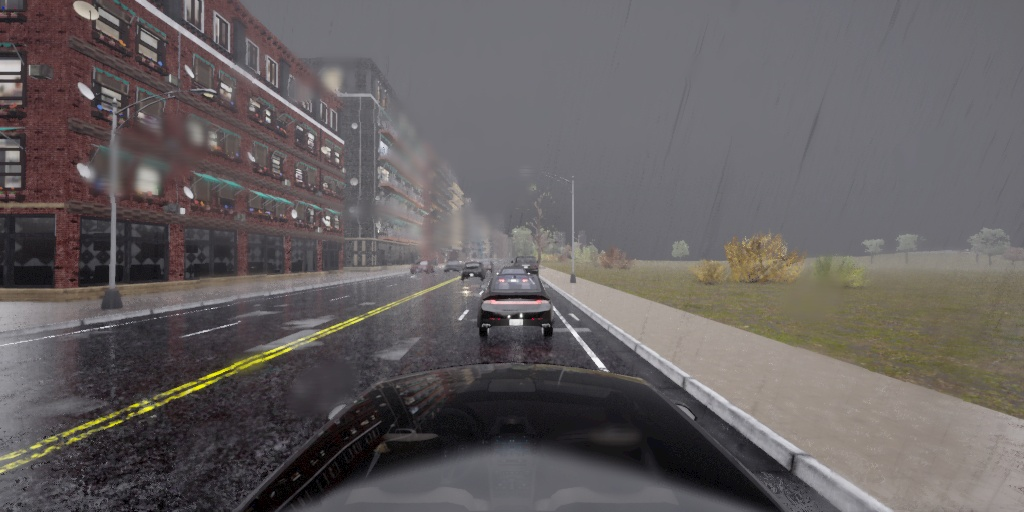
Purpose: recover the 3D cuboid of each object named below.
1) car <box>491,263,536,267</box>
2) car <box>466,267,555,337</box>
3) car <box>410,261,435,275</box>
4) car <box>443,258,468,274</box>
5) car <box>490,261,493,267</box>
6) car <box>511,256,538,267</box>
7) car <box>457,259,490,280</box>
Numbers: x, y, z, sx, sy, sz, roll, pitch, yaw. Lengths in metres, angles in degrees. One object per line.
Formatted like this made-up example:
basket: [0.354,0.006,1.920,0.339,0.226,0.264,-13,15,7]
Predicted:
car: [0.072,1.300,20.732,2.033,1.411,5.357,0,0,0]
car: [0.087,1.243,10.292,2.128,1.511,4.902,0,0,0]
car: [-9.916,1.279,39.944,1.812,1.442,4.674,0,0,0]
car: [-6.669,1.301,41.854,2.033,1.411,5.357,0,0,0]
car: [-3.227,1.301,44.843,2.033,1.411,5.357,0,0,0]
car: [1.088,0.979,30.944,2.150,2.045,5.566,0,0,0]
car: [-3.199,1.257,30.776,1.837,1.490,4.892,0,0,0]
